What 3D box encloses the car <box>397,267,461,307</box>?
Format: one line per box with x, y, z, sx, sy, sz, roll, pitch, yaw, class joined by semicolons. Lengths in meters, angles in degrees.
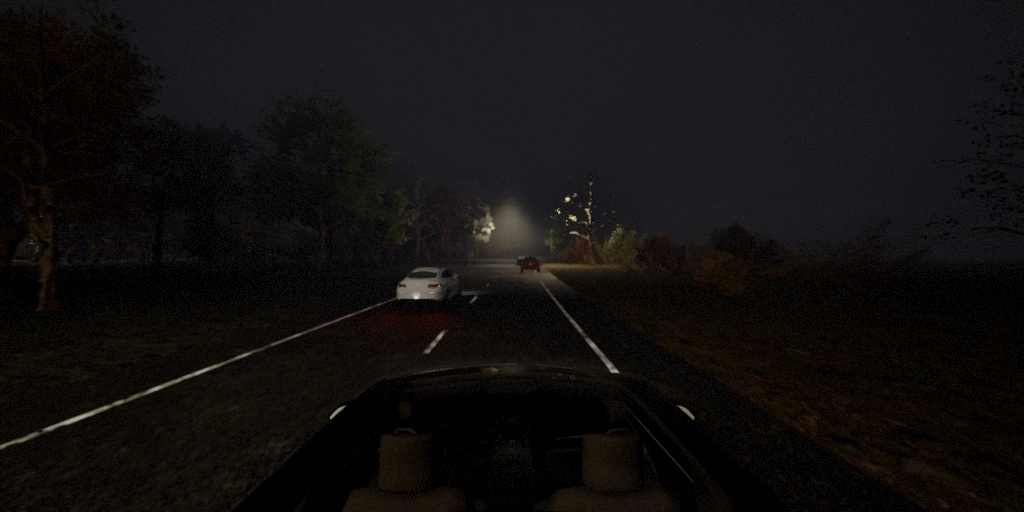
-3.298;1.166;14.761;1.812;1.442;4.674;0;0;1;car

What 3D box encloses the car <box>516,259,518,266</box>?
1.742;0.792;58.573;2.128;1.511;4.902;0;1;4;car

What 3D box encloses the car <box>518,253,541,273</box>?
1.951;0.813;38.390;2.097;1.767;4.553;0;0;2;car
